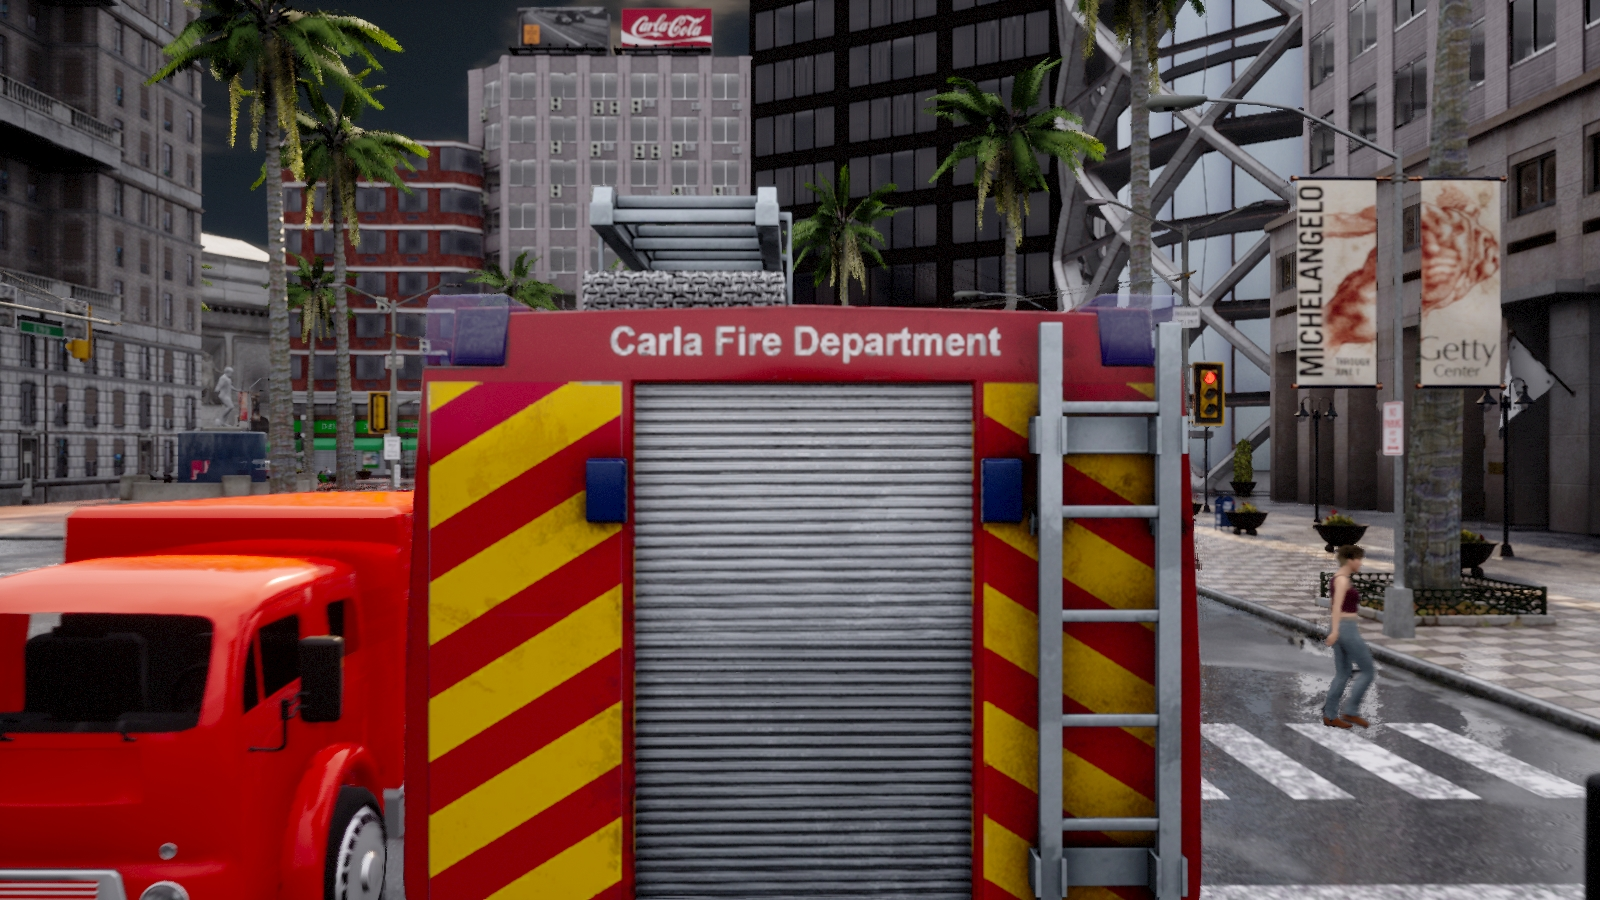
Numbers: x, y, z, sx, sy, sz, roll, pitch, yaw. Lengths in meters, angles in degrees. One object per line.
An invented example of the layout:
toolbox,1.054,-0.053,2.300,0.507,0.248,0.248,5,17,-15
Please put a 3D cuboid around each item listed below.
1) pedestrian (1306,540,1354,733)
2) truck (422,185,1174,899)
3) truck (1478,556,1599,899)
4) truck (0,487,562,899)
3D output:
pedestrian,5.304,1.850,11.443,0.375,1.860,0.375,0,0,13
truck,-0.035,0.891,8.629,2.891,3.827,8.468,0,0,0
truck,3.515,1.565,1.082,2.627,2.467,5.204,0,0,0
truck,-3.490,1.568,7.800,2.627,2.467,5.204,0,0,0
